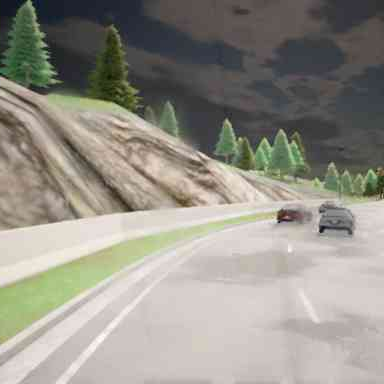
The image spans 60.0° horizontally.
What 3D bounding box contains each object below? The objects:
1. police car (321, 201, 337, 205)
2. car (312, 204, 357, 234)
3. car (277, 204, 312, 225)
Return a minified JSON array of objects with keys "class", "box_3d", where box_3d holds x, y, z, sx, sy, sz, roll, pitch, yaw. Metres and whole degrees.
[{"class":"police car","box_3d":[16.278,1.828,39.027,2.038,1.542,4.974,0,-1,33]},{"class":"car","box_3d":[9.049,1.721,20.558,2.033,1.411,5.357,0,0,28]},{"class":"car","box_3d":[8.145,1.679,26.142,1.882,1.535,5.008,0,0,31]}]
